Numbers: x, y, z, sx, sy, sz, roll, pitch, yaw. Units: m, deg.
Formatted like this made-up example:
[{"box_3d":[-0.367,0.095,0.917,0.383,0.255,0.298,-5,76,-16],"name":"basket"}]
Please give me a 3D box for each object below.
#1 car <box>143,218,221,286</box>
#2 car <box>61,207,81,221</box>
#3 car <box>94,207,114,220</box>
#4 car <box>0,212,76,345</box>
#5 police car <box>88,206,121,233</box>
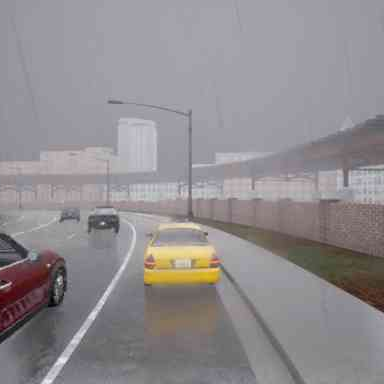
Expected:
[{"box_3d":[-0.401,1.521,9.568,1.801,1.575,5.366,0,-1,-5],"name":"car"},{"box_3d":[-12.488,2.271,34.161,2.033,1.411,5.357,0,-2,-19],"name":"car"},{"box_3d":[-10.008,2.402,37.575,1.895,1.301,4.718,0,-2,-20],"name":"car"},{"box_3d":[-3.607,1.377,5.145,2.097,1.767,4.553,0,0,-2],"name":"car"},{"box_3d":[-5.901,1.776,22.599,1.930,1.638,5.238,0,-2,-11],"name":"police car"}]
